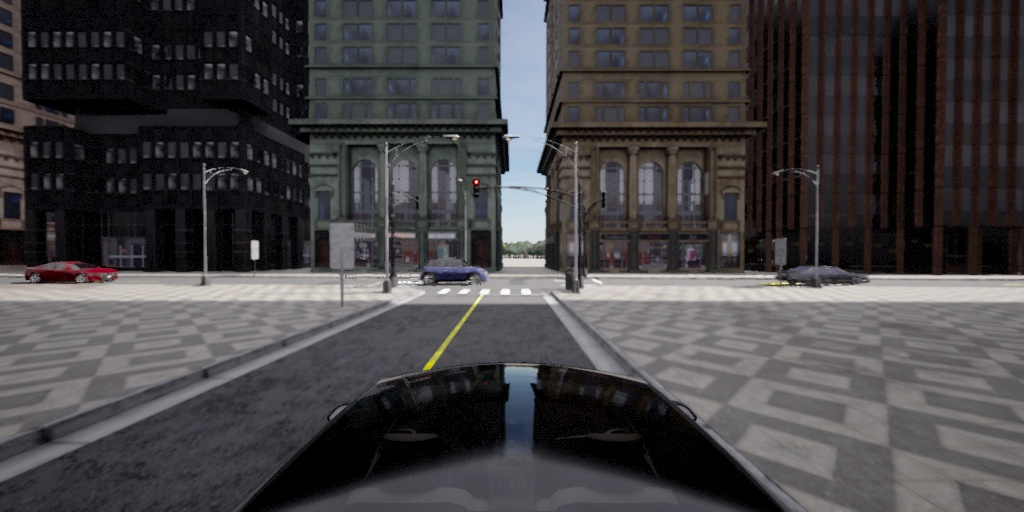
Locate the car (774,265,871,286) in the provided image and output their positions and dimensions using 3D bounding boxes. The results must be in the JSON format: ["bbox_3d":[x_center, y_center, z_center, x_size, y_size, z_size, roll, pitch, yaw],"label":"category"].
[{"bbox_3d":[21.239,1.343,24.681,5.357,1.411,2.033,0,1,0],"label":"car"}]

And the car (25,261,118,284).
[{"bbox_3d":[-30.306,1.142,24.768,5.008,1.535,1.882,0,1,0],"label":"car"}]

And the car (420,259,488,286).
[{"bbox_3d":[-3.909,1.022,24.720,4.553,1.767,2.097,0,1,0],"label":"car"}]
